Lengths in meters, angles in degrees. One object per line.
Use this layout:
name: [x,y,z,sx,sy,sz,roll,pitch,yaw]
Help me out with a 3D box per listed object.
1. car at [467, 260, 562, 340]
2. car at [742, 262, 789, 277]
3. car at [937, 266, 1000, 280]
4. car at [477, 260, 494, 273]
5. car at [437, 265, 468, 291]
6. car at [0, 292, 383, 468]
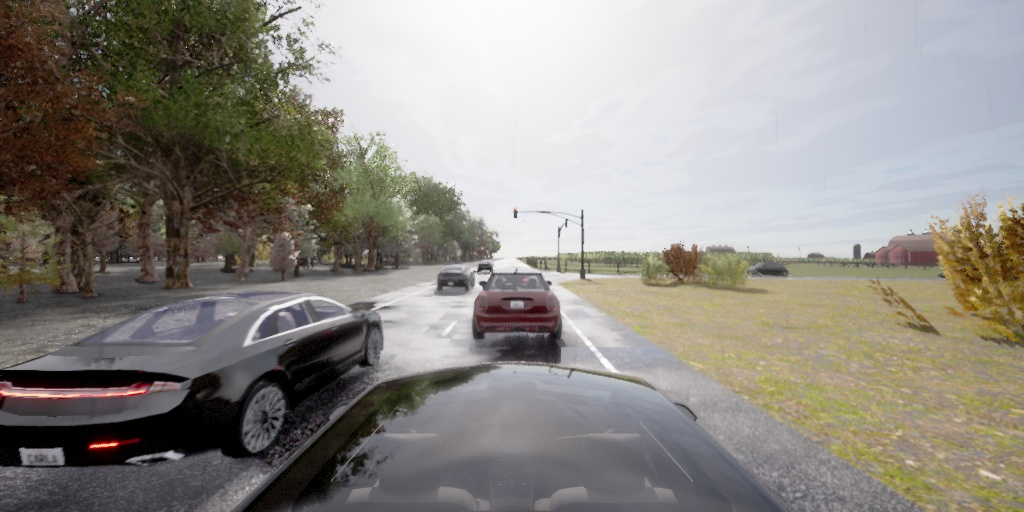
car: [0.108,1.112,10.182,2.097,1.767,4.553,0,0,0]
car: [29.166,1.516,41.500,4.553,1.767,2.097,1,-1,0]
car: [48.567,1.801,37.749,4.902,1.511,2.128,1,-1,1]
car: [-3.329,1.306,46.242,1.837,1.490,4.892,0,0,0]
car: [-3.368,1.279,22.128,1.837,1.490,4.892,0,0,0]
car: [-3.395,1.245,5.020,2.128,1.511,4.902,0,0,0]
